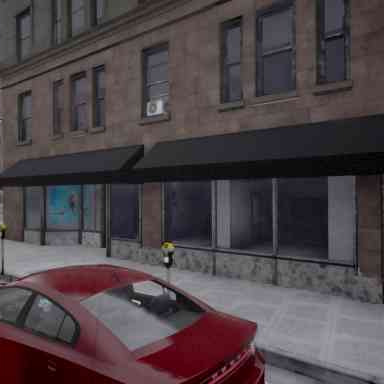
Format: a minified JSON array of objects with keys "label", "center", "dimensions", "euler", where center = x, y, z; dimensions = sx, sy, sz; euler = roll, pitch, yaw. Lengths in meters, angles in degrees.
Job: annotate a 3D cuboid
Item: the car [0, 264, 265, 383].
[{"label":"car","center":[-1.416,1.545,3.876],"dimensions":[4.507,1.381,1.887],"euler":[0,0,36]}]
